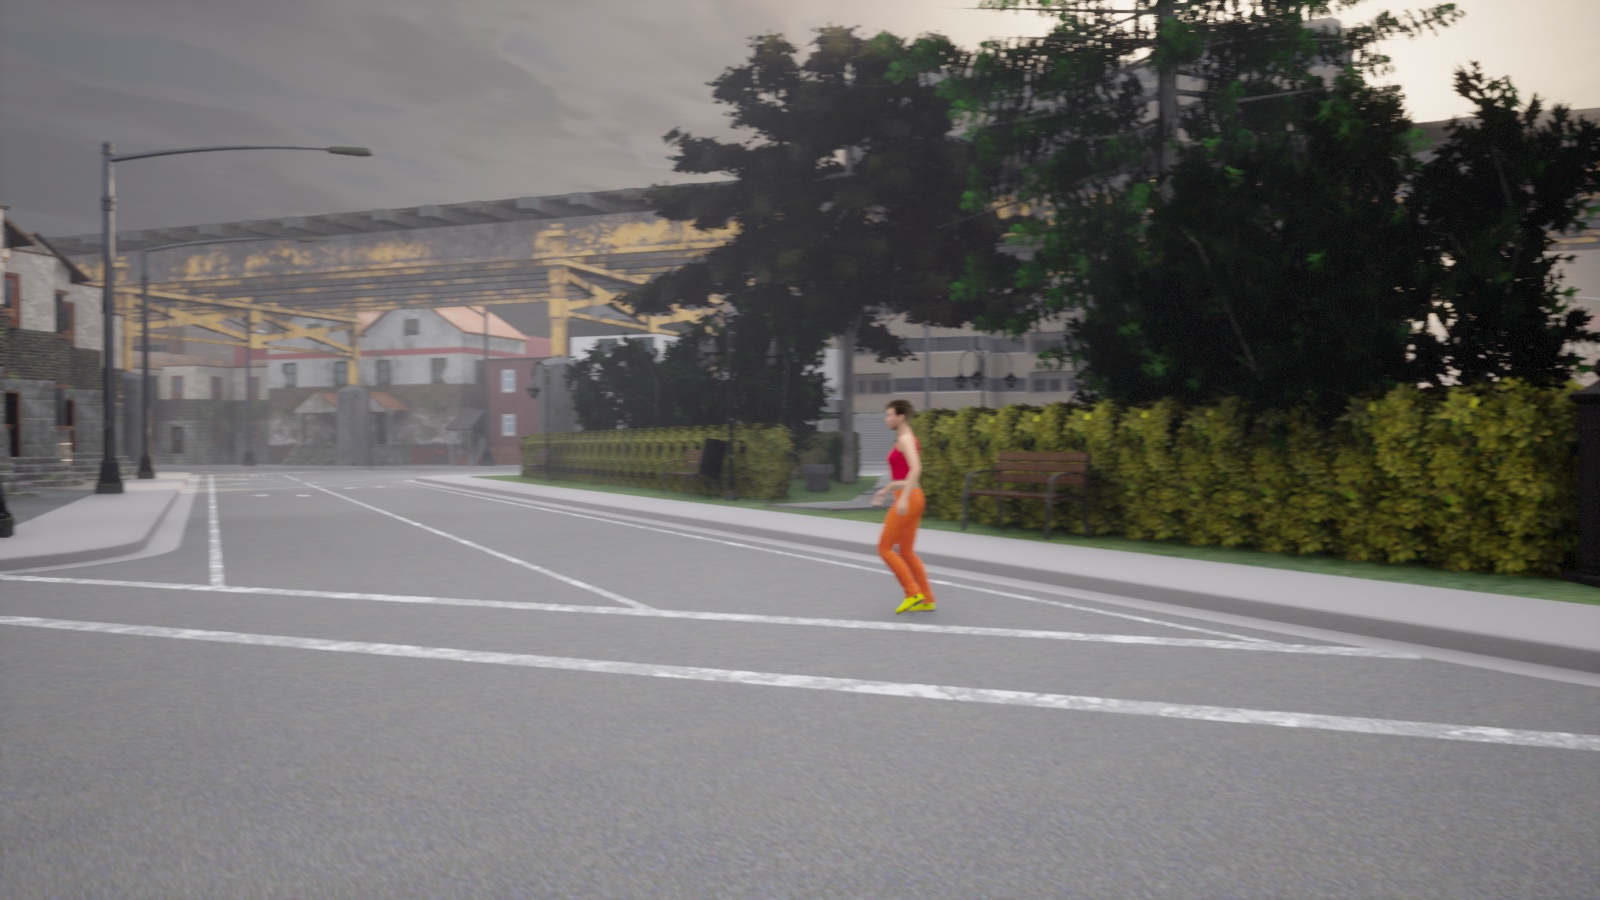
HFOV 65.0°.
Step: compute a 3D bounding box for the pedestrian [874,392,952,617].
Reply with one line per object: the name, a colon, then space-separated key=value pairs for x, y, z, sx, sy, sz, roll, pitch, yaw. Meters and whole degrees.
pedestrian: x=0.948 y=0.444 z=10.509 sx=0.594 sy=1.836 sz=0.345 roll=0 pitch=0 yaw=15
